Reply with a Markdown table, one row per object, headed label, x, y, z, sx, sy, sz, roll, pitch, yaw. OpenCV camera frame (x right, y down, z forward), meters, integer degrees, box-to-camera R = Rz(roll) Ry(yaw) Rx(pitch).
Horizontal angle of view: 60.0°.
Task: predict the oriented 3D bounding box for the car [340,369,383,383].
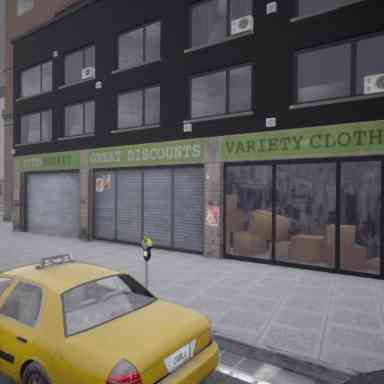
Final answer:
| label | x | y | z | sx | sy | sz | roll | pitch | yaw |
| --- | --- | --- | --- | --- | --- | --- | --- | --- | --- |
| car | 2.701 | 1.551 | 1.167 | 4.403 | 1.369 | 2.008 | 0 | 1 | 35 |

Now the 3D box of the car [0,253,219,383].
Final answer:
| label | x | y | z | sx | sy | sz | roll | pitch | yaw |
| --- | --- | --- | --- | --- | --- | --- | --- | --- | --- |
| car | -1.990 | 1.524 | 4.502 | 4.829 | 1.417 | 1.752 | 0 | 1 | 35 |
